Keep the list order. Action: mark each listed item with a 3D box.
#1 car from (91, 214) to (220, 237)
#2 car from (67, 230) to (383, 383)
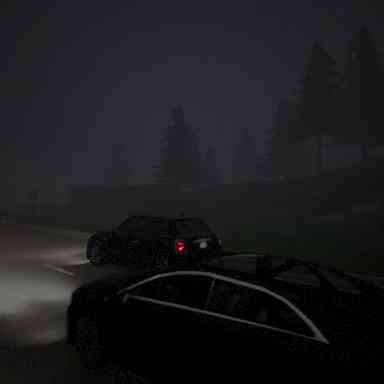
[{"bbox_3d":[-1.280,1.437,10.162,4.553,1.767,2.097,-1,-1,42],"label":"car"},{"bbox_3d":[0.368,1.523,4.080,4.902,1.511,2.128,-1,0,39],"label":"car"}]
